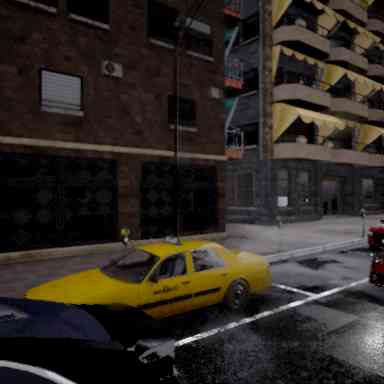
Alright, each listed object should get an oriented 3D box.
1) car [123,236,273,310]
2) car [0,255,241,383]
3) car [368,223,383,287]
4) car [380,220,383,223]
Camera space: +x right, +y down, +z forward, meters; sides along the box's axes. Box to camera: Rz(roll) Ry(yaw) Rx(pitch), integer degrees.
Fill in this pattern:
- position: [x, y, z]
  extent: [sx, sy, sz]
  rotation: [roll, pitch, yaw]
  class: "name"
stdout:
- position: [-0.566, 1.548, 6.173]
  extent: [4.829, 1.417, 1.752]
  rotation: [-1, 1, -36]
  class: "car"
- position: [-2.280, 1.533, 1.707]
  extent: [4.902, 1.511, 2.128]
  rotation: [-1, 0, -36]
  class: "car"
- position: [5.943, 1.495, 7.765]
  extent: [4.181, 1.385, 1.994]
  rotation: [-1, 0, -37]
  class: "car"
- position: [8.537, 1.446, 12.878]
  extent: [4.507, 1.381, 1.887]
  rotation: [-1, 1, -36]
  class: "car"
